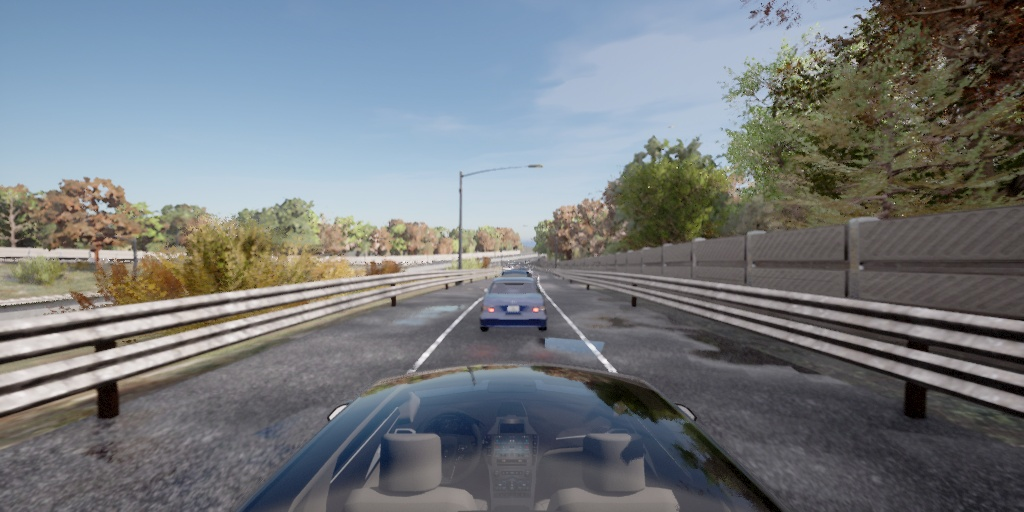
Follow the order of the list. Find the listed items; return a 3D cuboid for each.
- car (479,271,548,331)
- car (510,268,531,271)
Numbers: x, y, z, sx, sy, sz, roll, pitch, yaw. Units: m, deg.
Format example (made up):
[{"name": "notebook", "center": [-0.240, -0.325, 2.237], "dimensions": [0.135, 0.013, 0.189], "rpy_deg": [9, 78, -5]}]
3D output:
[{"name": "car", "center": [0.061, 1.344, 11.091], "dimensions": [2.033, 1.411, 5.357], "rpy_deg": [0, -1, 1]}, {"name": "car", "center": [0.178, 1.425, 17.362], "dimensions": [1.837, 1.490, 4.892], "rpy_deg": [0, -2, 1]}]
